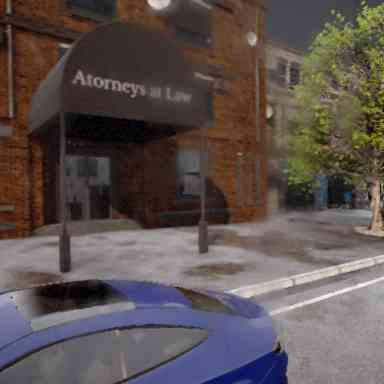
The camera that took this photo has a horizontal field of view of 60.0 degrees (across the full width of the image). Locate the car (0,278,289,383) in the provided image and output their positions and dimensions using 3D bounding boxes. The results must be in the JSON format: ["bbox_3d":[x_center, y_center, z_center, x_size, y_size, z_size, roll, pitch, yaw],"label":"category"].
[{"bbox_3d":[-1.212,1.526,2.496,4.674,1.442,1.812,0,0,-36],"label":"car"}]
